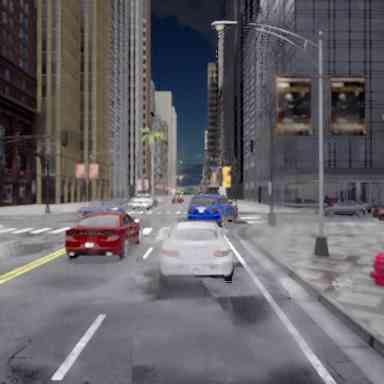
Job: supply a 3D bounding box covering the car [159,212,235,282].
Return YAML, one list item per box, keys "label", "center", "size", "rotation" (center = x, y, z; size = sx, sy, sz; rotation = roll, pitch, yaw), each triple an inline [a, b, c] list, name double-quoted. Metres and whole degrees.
- label: "car"
  center: [0.103, 1.516, 9.589]
  size: [1.812, 1.442, 4.674]
  rotation: [0, 0, 0]

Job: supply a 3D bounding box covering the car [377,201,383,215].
- label: "car"
  center: [20.841, 1.526, 32.698]
  size: [4.313, 1.339, 1.947]
  rotation: [0, 0, -1]

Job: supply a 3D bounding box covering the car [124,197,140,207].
- label: "car"
  center: [-9.792, 1.639, 54.757]
  size: [1.812, 1.442, 4.674]
  rotation: [0, 0, 1]

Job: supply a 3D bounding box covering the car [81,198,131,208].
- label: "car"
  center: [-6.967, 1.357, 25.455]
  size: [2.097, 1.767, 4.553]
  rotation: [0, 0, -41]

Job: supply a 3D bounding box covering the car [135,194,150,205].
- label: "car"
  center: [-9.718, 1.382, 65.330]
  size: [2.150, 2.045, 5.566]
  rotation: [0, 0, 0]

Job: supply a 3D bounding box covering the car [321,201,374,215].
- label: "car"
  center: [15.201, 1.546, 32.613]
  size: [4.313, 1.339, 1.947]
  rotation: [0, 0, -1]

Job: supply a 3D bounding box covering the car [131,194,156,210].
- label: "car"
  center: [-6.577, 1.297, 44.889]
  size: [2.150, 2.045, 5.566]
  rotation: [0, 0, 0]

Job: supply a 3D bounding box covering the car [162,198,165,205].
- label: "car"
  center: [-6.468, 1.682, 64.560]
  size: [1.812, 1.442, 4.674]
  rotation: [0, 0, 0]

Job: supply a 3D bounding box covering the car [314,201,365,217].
- label: "car"
  center: [13.213, 1.528, 29.829]
  size: [4.181, 1.385, 1.994]
  rotation: [0, 0, -1]

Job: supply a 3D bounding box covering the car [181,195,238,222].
- label: "car"
  center: [1.457, 1.197, 22.588]
  size: [2.150, 2.045, 5.566]
  rotation: [-1, 0, 19]

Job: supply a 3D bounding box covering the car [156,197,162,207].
- label: "car"
  center: [-6.543, 1.617, 54.602]
  size: [1.837, 1.490, 4.892]
  rotation: [0, 0, 1]

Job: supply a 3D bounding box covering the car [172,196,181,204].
- label: "car"
  center: [-3.215, 1.707, 69.997]
  size: [1.812, 1.442, 4.674]
  rotation: [0, 0, 0]

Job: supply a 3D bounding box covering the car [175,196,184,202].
- label: "car"
  center: [-3.209, 1.807, 84.466]
  size: [1.994, 1.385, 4.181]
  rotation: [0, 0, 0]

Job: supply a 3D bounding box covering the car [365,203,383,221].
- label: "car"
  center: [15.327, 1.490, 24.089]
  size: [4.206, 1.307, 1.802]
  rotation: [0, 0, -1]

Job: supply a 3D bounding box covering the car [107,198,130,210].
- label: "car"
  center: [-9.825, 1.624, 44.848]
  size: [2.033, 1.411, 5.357]
  rotation: [0, 0, 0]

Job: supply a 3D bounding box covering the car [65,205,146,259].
- label: "car"
  center: [-3.143, 1.470, 12.644]
  size: [1.882, 1.535, 5.008]
  rotation: [0, 0, 0]
